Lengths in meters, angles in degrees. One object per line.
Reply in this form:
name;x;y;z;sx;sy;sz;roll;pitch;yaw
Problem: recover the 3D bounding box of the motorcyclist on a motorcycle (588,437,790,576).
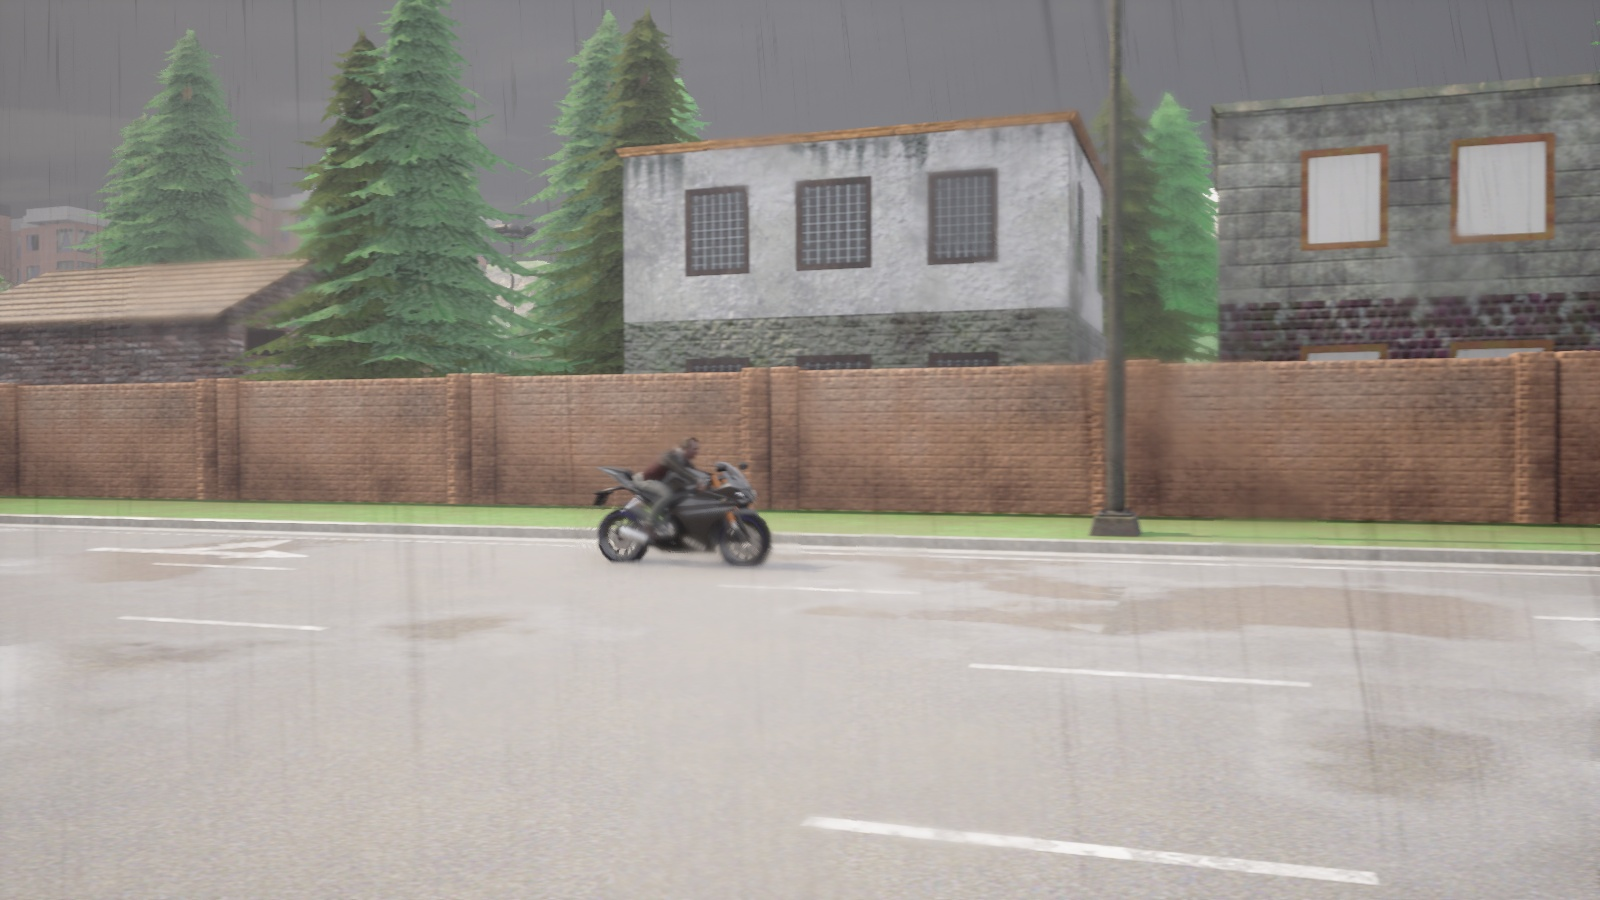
motorcyclist on a motorcycle;-1.299;0.621;14.707;2.191;1.530;0.866;1;1;19
